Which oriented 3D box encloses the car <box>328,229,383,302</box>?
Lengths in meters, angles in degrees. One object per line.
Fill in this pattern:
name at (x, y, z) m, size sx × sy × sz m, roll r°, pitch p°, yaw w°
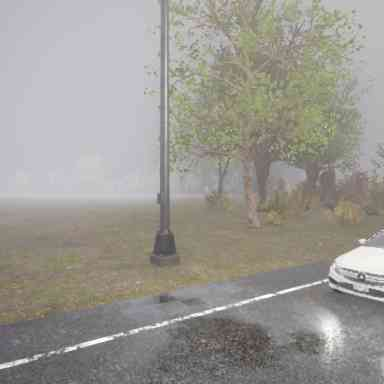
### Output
car at (5.066, 1.526, 7.601) m, size 4.674 × 1.442 × 1.812 m, roll 0°, pitch 0°, yaw -35°
